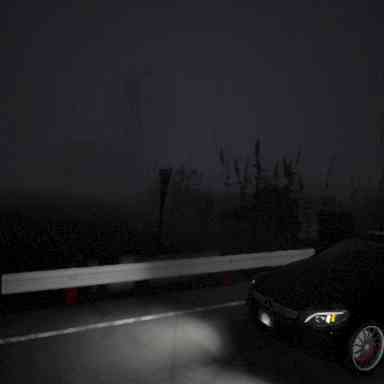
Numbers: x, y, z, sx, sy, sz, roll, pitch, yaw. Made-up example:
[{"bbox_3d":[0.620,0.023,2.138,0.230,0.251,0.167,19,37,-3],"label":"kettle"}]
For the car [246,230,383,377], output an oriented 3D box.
[{"bbox_3d":[3.097,1.390,5.266,4.674,1.442,1.812,0,2,-24],"label":"car"}]
